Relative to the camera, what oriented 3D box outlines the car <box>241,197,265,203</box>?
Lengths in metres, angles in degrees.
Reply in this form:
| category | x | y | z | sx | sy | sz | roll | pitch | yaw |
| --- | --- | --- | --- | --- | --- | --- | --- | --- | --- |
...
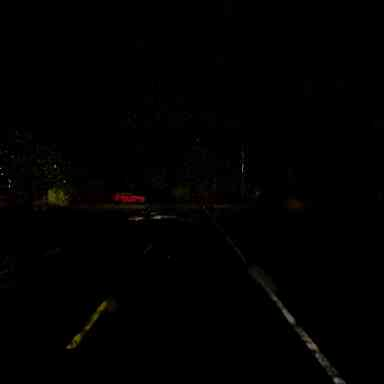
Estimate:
| category | x | y | z | sx | sy | sz | roll | pitch | yaw |
| --- | --- | --- | --- | --- | --- | --- | --- | --- | --- |
| car | 12.656 | 1.634 | 69.138 | 4.718 | 1.301 | 1.895 | 0 | 0 | -2 |

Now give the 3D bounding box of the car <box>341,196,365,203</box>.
| category | x | y | z | sx | sy | sz | roll | pitch | yaw |
| --- | --- | --- | --- | --- | --- | --- | --- | --- | --- |
| car | 33.694 | 1.632 | 69.756 | 4.902 | 1.511 | 2.128 | 0 | 0 | -2 |

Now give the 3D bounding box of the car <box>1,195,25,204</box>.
| category | x | y | z | sx | sy | sz | roll | pitch | yaw |
| --- | --- | --- | --- | --- | --- | --- | --- | --- | --- |
| car | -33.156 | 1.333 | 60.858 | 5.008 | 1.535 | 1.882 | 0 | 0 | -2 |

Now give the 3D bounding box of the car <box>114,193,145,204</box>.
| category | x | y | z | sx | sy | sz | roll | pitch | yaw |
| --- | --- | --- | --- | --- | --- | --- | --- | --- | --- |
| car | -11.550 | 1.186 | 61.500 | 5.566 | 2.045 | 2.150 | 0 | 0 | -2 |
